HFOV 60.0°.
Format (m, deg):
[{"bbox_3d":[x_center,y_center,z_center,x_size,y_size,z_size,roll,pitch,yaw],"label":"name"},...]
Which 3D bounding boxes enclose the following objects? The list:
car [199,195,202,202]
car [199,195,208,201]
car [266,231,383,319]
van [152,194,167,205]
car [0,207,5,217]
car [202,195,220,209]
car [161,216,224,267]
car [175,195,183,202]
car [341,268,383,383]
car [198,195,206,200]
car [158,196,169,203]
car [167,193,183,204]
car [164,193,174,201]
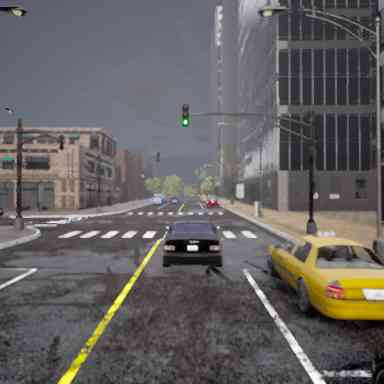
[{"bbox_3d":[2.707,1.452,72.983,1.752,1.417,4.829,1,0,0],"label":"car"},{"bbox_3d":[2.707,1.447,78.517,1.752,1.417,4.829,1,0,0],"label":"car"},{"bbox_3d":[2.840,1.517,7.360,1.752,1.417,4.829,1,0,0],"label":"car"},{"bbox_3d":[-5.672,1.284,56.222,1.690,1.788,3.998,1,0,0],"label":"van"},{"bbox_3d":[-19.416,1.769,30.268,4.313,1.339,1.947,-1,0,1],"label":"car"},{"bbox_3d":[2.706,1.394,45.138,1.967,1.590,4.097,1,0,0],"label":"car"},{"bbox_3d":[0.023,1.535,11.386,2.033,1.411,5.357,0,0,0],"label":"car"},{"bbox_3d":[-2.995,1.430,76.494,1.812,1.442,4.674,0,0,0],"label":"car"},{"bbox_3d":[2.669,1.564,1.547,1.947,1.339,4.313,1,0,0],"label":"car"},{"bbox_3d":[2.707,1.456,89.417,1.887,1.381,4.507,1,0,0],"label":"car"},{"bbox_3d":[-5.675,1.514,67.291,1.802,1.307,4.206,1,0,0],"label":"car"},{"bbox_3d":[-3.041,1.464,60.846,1.812,1.442,4.674,0,0,1],"label":"car"},{"bbox_3d":[-5.670,1.231,83.893,2.192,1.841,5.009,1,0,0],"label":"car"}]
